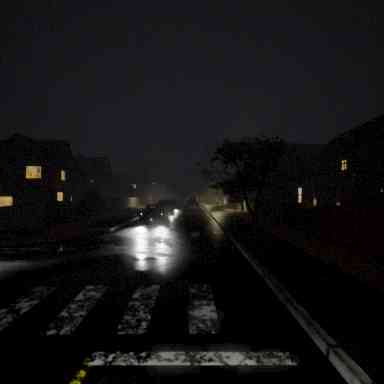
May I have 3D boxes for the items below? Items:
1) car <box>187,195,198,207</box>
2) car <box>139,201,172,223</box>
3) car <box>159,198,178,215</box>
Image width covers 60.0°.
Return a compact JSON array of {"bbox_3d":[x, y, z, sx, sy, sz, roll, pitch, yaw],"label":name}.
[{"bbox_3d":[0.081,1.668,56.221,1.837,1.490,4.892,0,0,0],"label":"car"},{"bbox_3d":[-2.857,1.642,25.623,1.895,1.301,4.718,0,0,0],"label":"car"},{"bbox_3d":[-2.860,1.548,35.698,1.882,1.535,5.008,0,0,0],"label":"car"}]
